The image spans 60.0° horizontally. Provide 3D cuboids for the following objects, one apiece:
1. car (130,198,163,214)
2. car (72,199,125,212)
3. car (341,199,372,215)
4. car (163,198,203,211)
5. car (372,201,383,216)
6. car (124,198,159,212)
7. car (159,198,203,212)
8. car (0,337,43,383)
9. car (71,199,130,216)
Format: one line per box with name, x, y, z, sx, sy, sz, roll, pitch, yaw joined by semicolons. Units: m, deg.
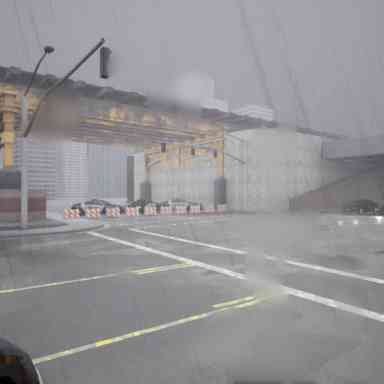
car;-5.210;1.453;34.810;2.038;1.542;4.974;0;0;18
car;-9.001;1.295;32.123;4.536;1.218;1.853;0;0;8
car;17.480;1.478;34.601;5.008;1.535;1.882;0;0;-37
car;-1.360;1.295;38.571;4.536;1.218;1.853;0;0;-7
car;19.839;1.547;32.000;5.357;1.411;2.033;0;0;-37
car;-5.195;1.295;34.859;1.853;1.218;4.536;0;0;18
car;-1.308;1.453;38.578;4.974;1.542;2.038;0;0;-7
car;-3.274;1.492;1.436;4.902;1.511;2.128;0;0;-35
car;-8.949;1.453;32.116;4.974;1.542;2.038;0;0;8
